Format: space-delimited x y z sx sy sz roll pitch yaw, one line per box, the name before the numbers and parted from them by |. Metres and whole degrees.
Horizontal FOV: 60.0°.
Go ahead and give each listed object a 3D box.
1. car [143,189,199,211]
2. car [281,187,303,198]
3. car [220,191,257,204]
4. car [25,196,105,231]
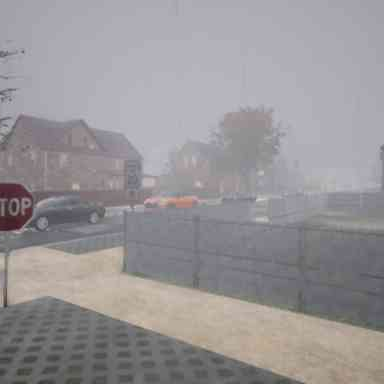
car | -1.472 0.612 24.267 2.097 1.767 4.553 2 3 35
car | 13.841 0.135 45.717 2.128 1.511 4.902 2 2 36
car | 4.615 0.613 32.854 1.895 1.301 4.718 2 3 35
car | -6.693 0.978 16.910 1.837 1.490 4.892 2 3 35
